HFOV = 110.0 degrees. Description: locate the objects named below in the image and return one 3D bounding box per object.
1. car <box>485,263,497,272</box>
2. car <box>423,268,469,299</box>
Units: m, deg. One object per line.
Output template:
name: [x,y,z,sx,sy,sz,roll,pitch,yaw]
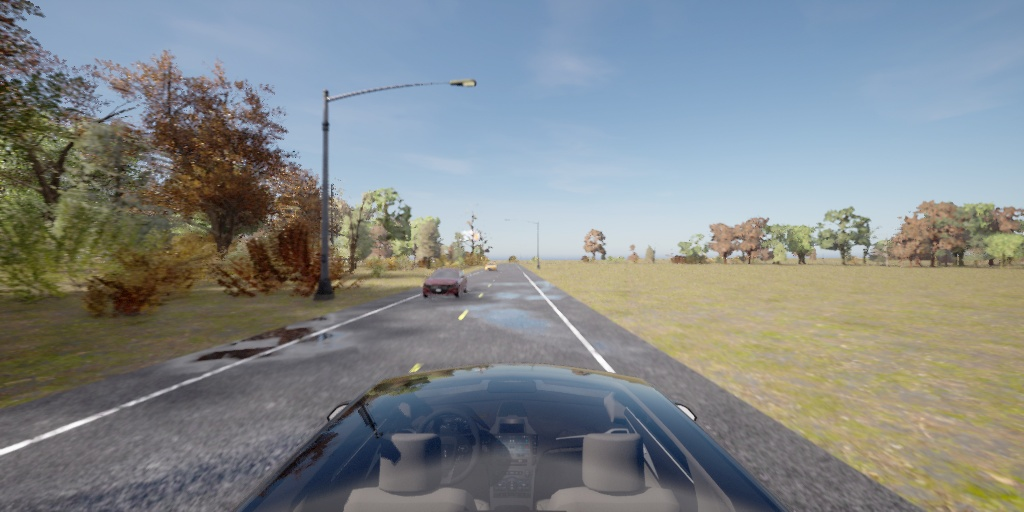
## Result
car: [-3.515,1.882,60.830,1.882,1.535,5.008,0,-1,1]
car: [-3.592,1.430,20.029,1.882,1.535,5.008,0,-1,0]
